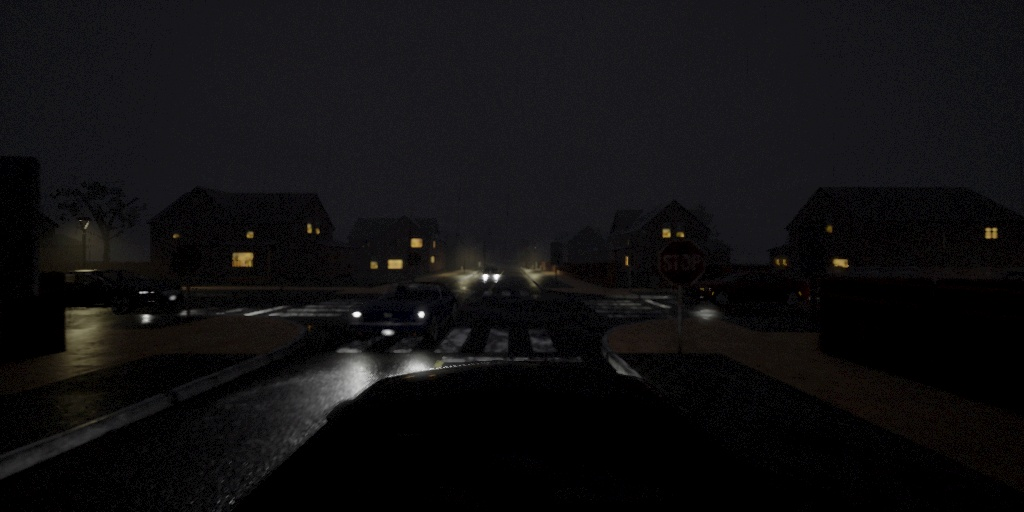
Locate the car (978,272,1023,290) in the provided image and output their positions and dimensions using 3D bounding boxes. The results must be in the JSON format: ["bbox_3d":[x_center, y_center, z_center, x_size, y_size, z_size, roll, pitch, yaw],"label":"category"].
[{"bbox_3d":[23.167,1.471,16.224,4.902,1.511,2.128,0,0,0],"label":"car"}]

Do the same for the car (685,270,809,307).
[{"bbox_3d":[10.454,1.382,16.145,5.008,1.535,1.882,0,0,-2],"label":"car"}]

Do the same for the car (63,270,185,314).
[{"bbox_3d":[-14.889,1.256,13.151,4.902,1.511,2.128,0,0,0],"label":"car"}]

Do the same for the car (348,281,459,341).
[{"bbox_3d":[-2.750,1.411,10.170,1.895,1.301,4.718,0,-1,0],"label":"car"}]

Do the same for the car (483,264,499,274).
[{"bbox_3d":[-2.779,1.730,48.132,1.895,1.301,4.718,0,-1,0],"label":"car"}]
